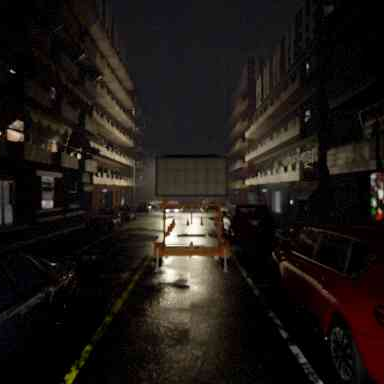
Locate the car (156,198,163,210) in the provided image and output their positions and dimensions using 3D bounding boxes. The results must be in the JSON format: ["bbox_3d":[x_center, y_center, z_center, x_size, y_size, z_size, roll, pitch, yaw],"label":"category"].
[{"bbox_3d":[-5.741,1.947,50.076,2.008,1.369,4.403,-1,0,0],"label":"car"}]

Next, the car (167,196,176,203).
[{"bbox_3d":[-5.782,2.071,94.893,2.192,1.841,5.009,-1,0,0],"label":"car"}]

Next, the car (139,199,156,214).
[{"bbox_3d":[-5.732,1.859,38.873,2.008,1.369,4.403,-1,0,0],"label":"car"}]

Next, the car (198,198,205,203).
[{"bbox_3d":[2.606,2.237,89.438,1.752,1.417,4.829,-1,0,0],"label":"car"}]

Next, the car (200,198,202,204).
[{"bbox_3d":[2.639,1.962,50.054,1.947,1.339,4.313,-1,0,0],"label":"car"}]

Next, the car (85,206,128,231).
[{"bbox_3d":[-5.718,1.757,22.066,1.802,1.307,4.206,-1,0,0],"label":"car"}]

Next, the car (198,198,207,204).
[{"bbox_3d":[2.611,2.216,83.666,2.008,1.369,4.403,-1,0,0],"label":"car"}]

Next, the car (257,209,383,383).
[{"bbox_3d":[2.673,1.357,5.242,2.192,1.841,5.009,-1,0,0],"label":"car"}]

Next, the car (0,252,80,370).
[{"bbox_3d":[-3.103,1.582,4.266,2.033,1.411,5.357,0,0,0],"label":"car"}]

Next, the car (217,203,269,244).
[{"bbox_3d":[2.664,1.445,16.445,2.192,1.841,5.009,-1,0,0],"label":"car"}]

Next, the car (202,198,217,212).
[{"bbox_3d":[2.643,1.879,44.623,1.752,1.417,4.829,-1,0,0],"label":"car"}]

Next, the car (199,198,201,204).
[{"bbox_3d":[2.632,1.881,55.657,1.967,1.590,4.097,-1,0,0],"label":"car"}]

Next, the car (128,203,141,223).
[{"bbox_3d":[-5.723,1.801,27.668,1.802,1.307,4.206,-1,0,0],"label":"car"}]

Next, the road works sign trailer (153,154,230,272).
[{"bbox_3d":[-0.005,0.553,11.095,2.380,3.560,2.880,0,0,1],"label":"road works sign trailer"}]

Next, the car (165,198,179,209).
[{"bbox_3d":[-3.054,2.026,53.710,1.895,1.301,4.718,0,0,0],"label":"car"}]
